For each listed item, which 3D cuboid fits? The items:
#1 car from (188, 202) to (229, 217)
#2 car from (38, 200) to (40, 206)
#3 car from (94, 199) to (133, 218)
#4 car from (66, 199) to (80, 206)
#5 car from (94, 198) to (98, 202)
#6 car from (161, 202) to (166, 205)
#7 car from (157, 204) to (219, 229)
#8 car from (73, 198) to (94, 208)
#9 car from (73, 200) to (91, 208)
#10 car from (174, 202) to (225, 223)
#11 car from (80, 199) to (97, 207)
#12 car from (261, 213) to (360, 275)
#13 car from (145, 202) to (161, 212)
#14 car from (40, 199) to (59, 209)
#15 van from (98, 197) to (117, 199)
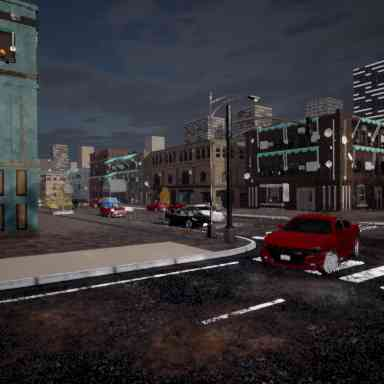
[{"bbox_3d":[1.677,1.810,35.581,2.008,1.369,4.403,-2,0,-36],"label":"car"},{"bbox_3d":[-30.900,2.375,66.721,2.008,1.369,4.403,-1,0,-36],"label":"car"},{"bbox_3d":[-8.361,1.846,35.206,1.967,1.590,4.097,-1,0,-36],"label":"car"},{"bbox_3d":[-27.305,2.364,76.100,1.947,1.339,4.313,-1,0,-36],"label":"car"},{"bbox_3d":[-17.650,1.939,62.593,2.192,1.841,5.009,-1,0,-36],"label":"car"},{"bbox_3d":[-1.543,1.904,40.084,1.802,1.307,4.206,-2,0,-36],"label":"car"},{"bbox_3d":[-0.384,1.814,23.849,1.947,1.339,4.313,-2,0,-36],"label":"car"},{"bbox_3d":[-17.817,1.732,53.061,1.882,1.535,5.008,-1,0,-36],"label":"car"},{"bbox_3d":[-20.586,2.230,62.268,1.994,1.385,4.181,-1,0,-36],"label":"car"},{"bbox_3d":[0.683,1.770,27.030,1.812,1.442,4.674,-1,0,-35],"label":"car"},{"bbox_3d":[-20.864,2.227,67.095,1.887,1.381,4.507,-1,0,-36],"label":"car"},{"bbox_3d":[4.056,1.476,10.852,1.882,1.535,5.008,2,1,38],"label":"car"},{"bbox_3d":[-4.762,1.966,44.585,1.802,1.307,4.206,-2,0,-36],"label":"car"},{"bbox_3d":[-24.361,2.232,57.578,1.752,1.417,4.829,-1,0,-36],"label":"car"},{"bbox_3d":[-14.429,1.907,58.091,1.690,1.788,3.998,-1,0,-36],"label":"van"}]
